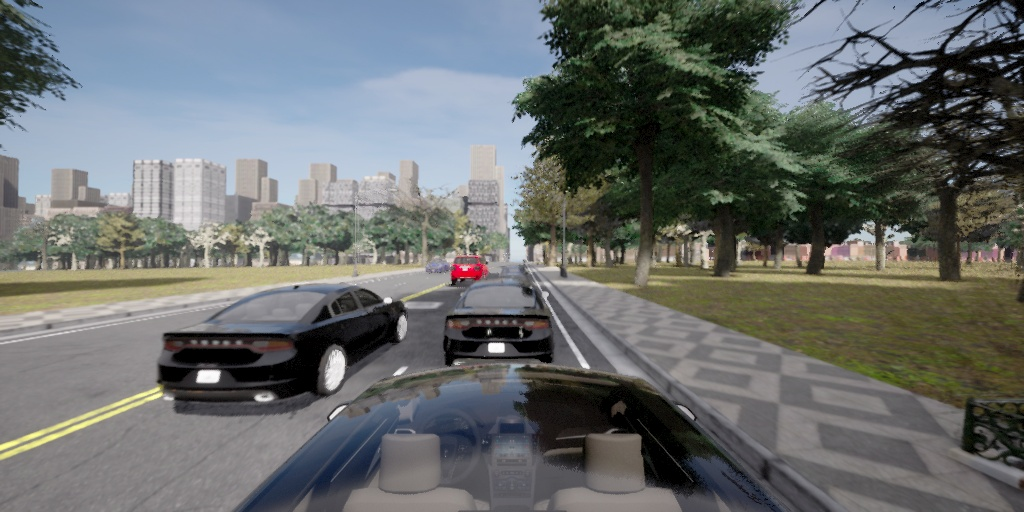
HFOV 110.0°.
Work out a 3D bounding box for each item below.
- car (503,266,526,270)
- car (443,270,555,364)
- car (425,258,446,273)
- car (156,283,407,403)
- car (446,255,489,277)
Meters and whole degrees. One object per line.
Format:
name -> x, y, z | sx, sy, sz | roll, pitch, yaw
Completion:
car -> 0.128, 1.304, 21.811 | 2.033, 1.411, 5.357 | 0, 0, 2
car -> -0.183, 1.225, 7.832 | 1.882, 1.535, 5.008 | 0, 0, 1
car -> -9.113, 1.162, 44.050 | 2.097, 1.767, 4.553 | 0, 0, 2
car -> -3.460, 1.225, 6.615 | 1.882, 1.535, 5.008 | 0, 0, 1
car -> -2.974, 0.984, 26.007 | 2.150, 2.045, 5.566 | 0, 0, 2
